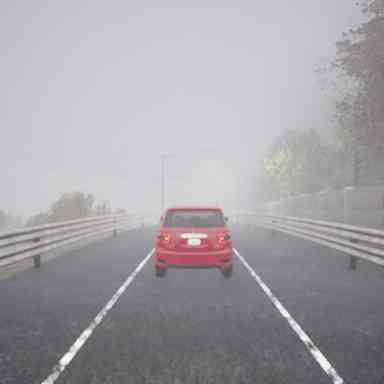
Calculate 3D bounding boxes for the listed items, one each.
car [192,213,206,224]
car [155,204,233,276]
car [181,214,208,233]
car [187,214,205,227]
[{"bbox_3d":[1.035,3.756,46.551,1.812,1.442,4.674,0,-4,4],"label":"car"},{"bbox_3d":[0.074,1.412,11.050,2.150,2.045,5.566,0,-1,1],"label":"car"},{"bbox_3d":[0.220,2.400,25.961,1.895,1.301,4.718,0,-3,1],"label":"car"},{"bbox_3d":[0.518,3.110,36.929,1.895,1.301,4.718,0,-4,2],"label":"car"}]
